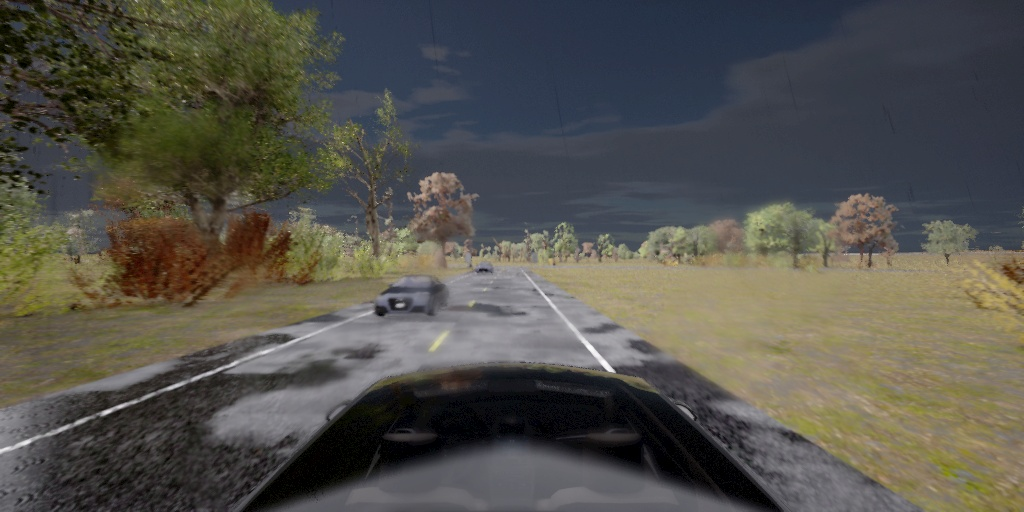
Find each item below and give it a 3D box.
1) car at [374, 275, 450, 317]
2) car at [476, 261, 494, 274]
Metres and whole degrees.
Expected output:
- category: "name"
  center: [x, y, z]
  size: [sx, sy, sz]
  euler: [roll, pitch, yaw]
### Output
- category: "car"
  center: [-3.599, 1.412, 13.559]
  size: [1.994, 1.385, 4.181]
  euler: [0, 0, 0]
- category: "car"
  center: [-3.553, 1.468, 47.281]
  size: [2.097, 1.767, 4.553]
  euler: [0, 0, 1]
